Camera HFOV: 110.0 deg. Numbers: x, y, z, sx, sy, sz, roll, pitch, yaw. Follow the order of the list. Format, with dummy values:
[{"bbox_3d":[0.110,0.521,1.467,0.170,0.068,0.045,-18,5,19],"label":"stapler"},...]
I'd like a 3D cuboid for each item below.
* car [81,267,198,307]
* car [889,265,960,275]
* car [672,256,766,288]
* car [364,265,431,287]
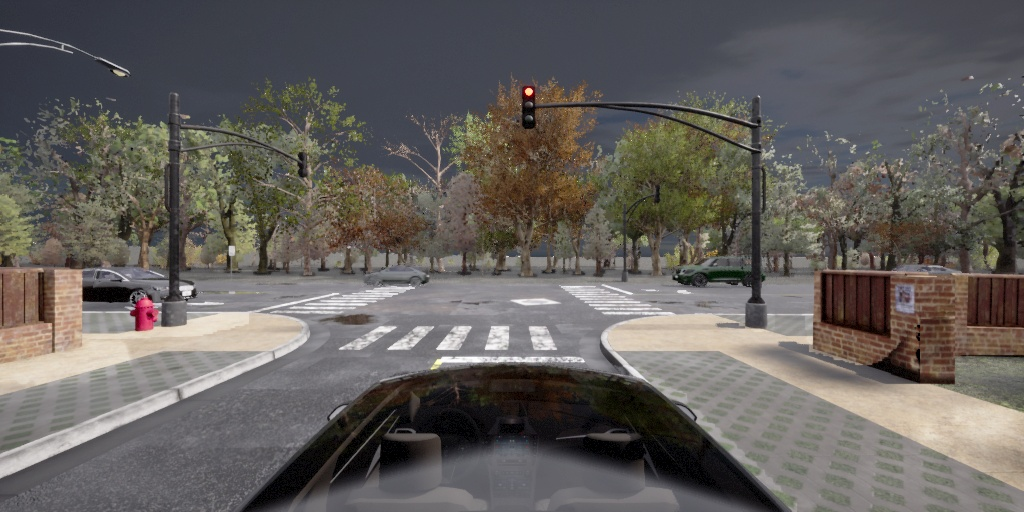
[{"bbox_3d":[-15.117,1.183,13.965,4.902,1.511,2.128,0,0,0],"label":"car"},{"bbox_3d":[26.942,1.346,23.958,4.902,1.511,2.128,0,0,0],"label":"car"},{"bbox_3d":[13.760,1.031,23.948,5.566,2.045,2.150,0,0,0],"label":"car"},{"bbox_3d":[-7.591,1.297,23.926,4.181,1.385,1.994,0,0,0],"label":"car"}]
